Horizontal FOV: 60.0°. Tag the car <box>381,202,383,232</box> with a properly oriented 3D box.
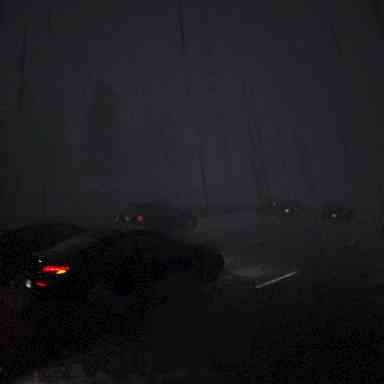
[{"bbox_3d":[11.305,1.409,17.926,1.895,1.301,4.718,0,0,30],"label":"car"}]

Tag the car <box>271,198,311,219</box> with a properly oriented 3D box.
[{"bbox_3d":[8.135,1.360,26.592,1.994,1.385,4.181,0,0,31],"label":"car"}]

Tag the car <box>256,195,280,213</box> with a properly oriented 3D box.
[{"bbox_3d":[8.106,1.114,33.457,2.097,1.767,4.553,0,0,30],"label":"car"}]

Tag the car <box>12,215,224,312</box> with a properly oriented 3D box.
[{"bbox_3d":[-1.298,1.502,7.701,4.674,1.442,1.812,-1,1,-41],"label":"car"}]

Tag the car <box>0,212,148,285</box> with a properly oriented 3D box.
[{"bbox_3d":[-4.149,1.542,9.537,5.357,1.411,2.033,-1,0,-42],"label":"car"}]

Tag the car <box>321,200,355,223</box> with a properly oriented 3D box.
[{"bbox_3d":[10.360,1.316,23.459,1.812,1.442,4.674,0,0,31],"label":"car"}]

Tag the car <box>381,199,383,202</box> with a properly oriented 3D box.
[{"bbox_3d":[20.422,1.123,33.759,1.882,1.535,5.008,0,0,30],"label":"car"}]

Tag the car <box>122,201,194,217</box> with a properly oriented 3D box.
[{"bbox_3d":[-1.742,1.285,17.472,2.097,1.767,4.553,-1,0,39],"label":"car"}]
